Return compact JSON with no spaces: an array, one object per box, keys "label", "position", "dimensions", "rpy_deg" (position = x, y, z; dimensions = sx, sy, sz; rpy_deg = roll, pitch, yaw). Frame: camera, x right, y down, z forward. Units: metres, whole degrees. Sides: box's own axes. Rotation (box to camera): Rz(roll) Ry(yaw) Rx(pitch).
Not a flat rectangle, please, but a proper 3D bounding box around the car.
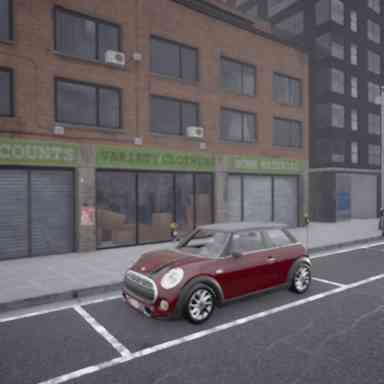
[{"label":"car","position":[0.615,1.405,6.981],"dimensions":[4.097,1.590,1.967],"rpy_deg":[-1,0,-36]}]
